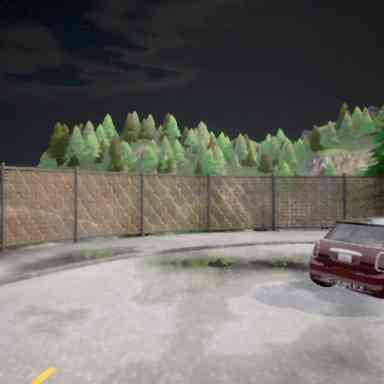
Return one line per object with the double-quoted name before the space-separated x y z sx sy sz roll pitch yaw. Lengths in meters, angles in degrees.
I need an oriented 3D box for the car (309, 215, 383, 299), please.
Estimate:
"car" 5.016 1.383 7.943 4.553 1.767 2.097 0 0 -30
